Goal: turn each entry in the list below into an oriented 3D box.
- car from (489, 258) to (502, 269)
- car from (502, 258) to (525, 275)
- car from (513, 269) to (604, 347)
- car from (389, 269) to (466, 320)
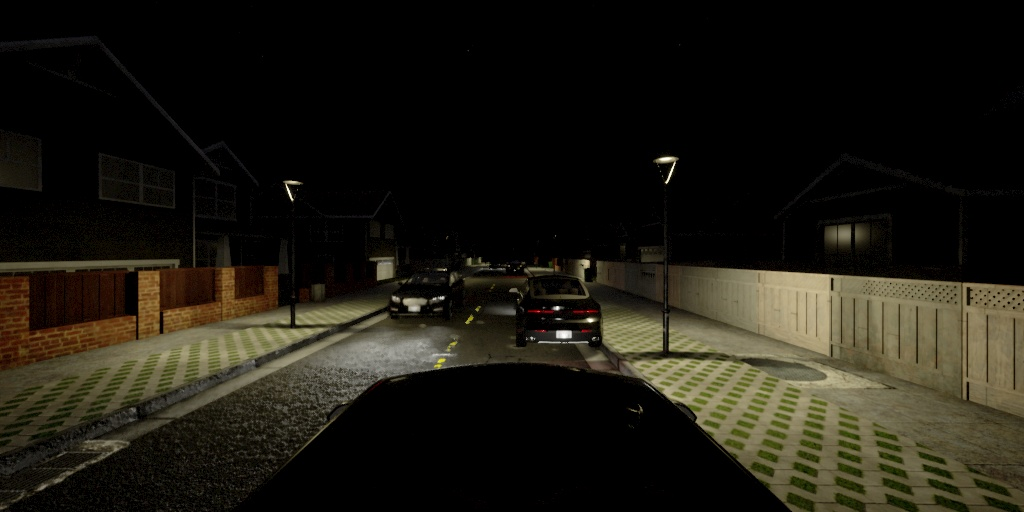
[{"bbox_3d":[-2.497,1.182,55.178,1.837,1.490,4.892,0,0,0],"label":"car"},{"bbox_3d":[0.311,1.198,37.573,2.128,1.511,4.902,0,0,1],"label":"car"},{"bbox_3d":[1.010,1.251,9.265,1.837,1.490,4.892,0,0,0],"label":"car"},{"bbox_3d":[-2.776,1.235,12.679,2.128,1.511,4.902,0,0,0],"label":"car"}]
